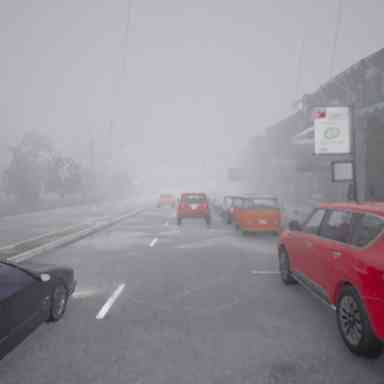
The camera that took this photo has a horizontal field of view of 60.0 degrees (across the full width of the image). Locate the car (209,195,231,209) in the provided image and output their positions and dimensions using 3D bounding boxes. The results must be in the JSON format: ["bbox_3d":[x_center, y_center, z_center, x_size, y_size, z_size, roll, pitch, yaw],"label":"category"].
[{"bbox_3d":[3.235,1.138,39.239,2.231,1.521,4.892,0,1,0],"label":"car"}]

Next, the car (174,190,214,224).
[{"bbox_3d":[0.106,1.023,22.927,2.150,2.045,5.566,0,1,0],"label":"car"}]

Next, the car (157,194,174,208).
[{"bbox_3d":[-3.139,0.985,42.010,2.097,1.767,4.553,0,1,0],"label":"car"}]

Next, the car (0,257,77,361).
[{"bbox_3d":[-3.149,1.511,4.004,2.033,1.411,5.357,0,0,0],"label":"car"}]

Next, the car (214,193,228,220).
[{"bbox_3d":[3.233,1.107,28.289,2.185,1.767,4.553,0,1,0],"label":"car"}]

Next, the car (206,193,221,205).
[{"bbox_3d":[3.238,1.036,50.481,1.946,1.575,5.366,0,0,0],"label":"car"}]

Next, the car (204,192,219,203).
[{"bbox_3d":[3.242,0.867,55.789,2.185,1.767,4.553,0,1,0],"label":"car"}]

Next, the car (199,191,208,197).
[{"bbox_3d":[3.221,0.529,94.589,2.185,1.767,4.553,0,0,0],"label":"car"}]

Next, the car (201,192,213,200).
[{"bbox_3d":[3.234,0.849,72.390,2.231,1.521,4.892,0,1,0],"label":"car"}]

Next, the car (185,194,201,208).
[{"bbox_3d":[0.111,1.115,41.448,1.882,1.535,5.008,0,1,0],"label":"car"}]

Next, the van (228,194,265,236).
[{"bbox_3d":[3.230,1.101,17.386,1.878,1.987,4.442,0,1,0],"label":"van"}]

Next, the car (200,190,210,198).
[{"bbox_3d":[3.228,0.499,83.598,2.435,2.045,5.566,0,0,0],"label":"car"}]

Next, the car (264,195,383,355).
[{"bbox_3d":[3.226,1.174,6.122,2.435,2.045,5.566,0,0,0],"label":"car"}]

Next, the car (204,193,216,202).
[{"bbox_3d":[3.241,0.939,61.533,1.946,1.575,5.366,0,1,0],"label":"car"}]

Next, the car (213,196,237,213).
[{"bbox_3d":[3.235,1.225,33.719,2.002,1.452,4.674,0,0,0],"label":"car"}]

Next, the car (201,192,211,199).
[{"bbox_3d":[3.232,0.801,77.916,2.231,1.521,4.892,0,1,0],"label":"car"}]
